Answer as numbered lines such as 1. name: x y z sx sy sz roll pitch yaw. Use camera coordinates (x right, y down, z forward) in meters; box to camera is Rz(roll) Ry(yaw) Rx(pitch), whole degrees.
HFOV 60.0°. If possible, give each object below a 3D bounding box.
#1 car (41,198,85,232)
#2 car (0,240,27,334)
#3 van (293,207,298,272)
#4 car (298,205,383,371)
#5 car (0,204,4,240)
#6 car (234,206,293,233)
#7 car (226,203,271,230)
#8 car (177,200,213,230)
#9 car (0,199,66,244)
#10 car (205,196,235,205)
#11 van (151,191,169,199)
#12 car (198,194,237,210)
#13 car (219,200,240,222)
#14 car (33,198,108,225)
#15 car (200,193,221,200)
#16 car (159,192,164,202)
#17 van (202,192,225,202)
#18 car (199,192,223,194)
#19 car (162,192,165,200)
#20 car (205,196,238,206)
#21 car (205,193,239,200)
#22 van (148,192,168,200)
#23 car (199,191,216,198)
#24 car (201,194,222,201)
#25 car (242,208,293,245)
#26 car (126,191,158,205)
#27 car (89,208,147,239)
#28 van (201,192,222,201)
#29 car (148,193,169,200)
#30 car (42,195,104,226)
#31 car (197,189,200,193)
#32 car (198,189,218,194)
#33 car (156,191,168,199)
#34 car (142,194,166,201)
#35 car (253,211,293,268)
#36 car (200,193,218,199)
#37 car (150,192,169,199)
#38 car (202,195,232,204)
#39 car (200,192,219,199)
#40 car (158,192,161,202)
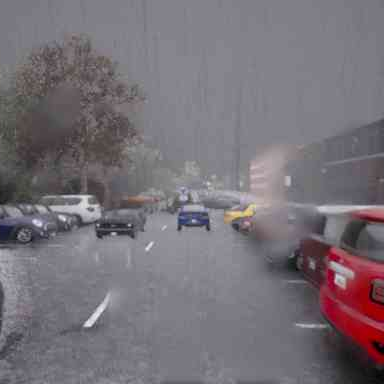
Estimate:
1. car: -8.575 1.348 18.030 4.553 1.767 2.185 0 0 0
2. car: -3.547 1.506 2.723 1.837 1.490 4.892 0 0 0
3. van: 4.655 1.252 6.900 4.442 1.987 1.878 0 0 0
4. car: 4.567 1.227 4.241 5.566 2.045 2.435 0 0 0
5. car: -8.511 1.351 9.800 4.553 1.767 2.185 0 0 0
6. car: 4.534 1.514 15.374 4.674 1.452 2.002 0 0 0
7. car: 4.507 1.503 18.157 4.792 1.488 2.163 0 0 0
8. car: 0.104 1.470 20.921 1.882 1.535 5.008 0 0 0
9. car: -8.575 1.349 15.245 4.553 1.767 2.185 0 0 0
10. car: 4.351 1.294 52.568 4.674 1.452 2.002 0 0 0
11. van: -8.251 0.730 86.462 4.442 1.987 1.878 0 1 0
12. car: 2.352 1.373 39.653 2.033 1.411 5.357 0 1 -44
13. car: 4.520 1.512 23.582 4.674 1.452 2.002 -1 0 0
14. car: -8.514 1.346 23.726 4.553 1.767 2.185 0 0 0
15. car: 4.428 1.067 80.845 5.008 1.535 2.097 0 1 0
16. car: -8.210 1.236 61.035 4.892 1.521 2.231 0 0 0
17. van: 4.271 0.996 66.696 4.442 1.987 1.878 0 0 0
18. car: 4.175 1.245 55.394 5.366 1.575 1.946 0 0 0
19. car: -8.167 1.258 63.734 4.792 1.488 2.163 0 0 0
20. car: 4.344 1.301 49.743 4.674 1.452 2.002 0 0 0
21. car: 4.310 1.297 46.916 4.792 1.488 2.163 0 0 0
22. van: -8.038 0.898 77.992 4.442 1.987 1.878 0 1 0
23. car: 4.426 0.660 94.969 4.553 1.767 2.185 0 1 0
24. car: 4.406 1.215 75.187 4.674 1.452 2.002 0 1 0
25. car: 4.566 1.505 12.590 4.792 1.488 2.163 0 0 0
26. car: -8.195 1.128 52.563 4.553 1.767 2.185 0 0 0
27. car: -3.571 1.595 17.392 1.895 1.301 4.718 0 0 0
28. van: 4.285 0.980 72.227 4.442 1.987 1.878 0 0 0
29. car: -8.181 1.097 80.823 4.792 1.488 2.163 0 1 0
30. car: -8.573 1.221 20.940 5.566 2.045 2.435 0 0 0
31. car: 4.415 0.647 89.316 5.566 2.045 2.435 0 1 0
32. car: 4.409 0.977 63.870 5.566 2.045 2.435 0 0 0
33. car: -8.153 0.965 69.380 5.566 2.045 2.435 0 0 0
34. car: -8.168 1.206 72.216 5.008 1.535 2.097 0 0 0
35. car: 4.544 1.478 9.807 4.892 1.521 2.231 0 0 0
36. car: 4.434 0.995 86.497 4.674 1.452 2.002 0 1 0
37. car: -8.110 0.888 83.517 4.553 1.767 2.185 0 1 0
38. car: 4.372 1.241 58.220 5.008 1.535 2.097 0 0 0
39. car: 4.398 0.885 83.668 4.553 1.767 2.185 0 1 0
40. car: -8.214 1.248 55.263 5.008 1.535 2.097 0 0 0
